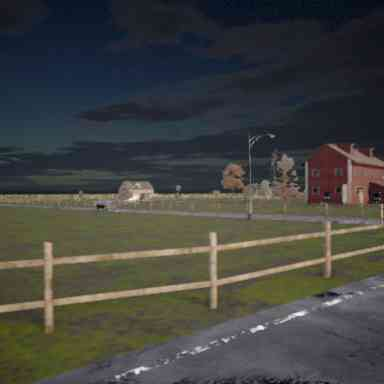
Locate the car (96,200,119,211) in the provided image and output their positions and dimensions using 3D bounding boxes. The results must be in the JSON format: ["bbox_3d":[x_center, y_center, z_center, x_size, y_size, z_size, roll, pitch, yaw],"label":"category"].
[{"bbox_3d":[-13.875,2.075,54.386,2.097,1.767,4.553,0,-1,-43],"label":"car"}]
